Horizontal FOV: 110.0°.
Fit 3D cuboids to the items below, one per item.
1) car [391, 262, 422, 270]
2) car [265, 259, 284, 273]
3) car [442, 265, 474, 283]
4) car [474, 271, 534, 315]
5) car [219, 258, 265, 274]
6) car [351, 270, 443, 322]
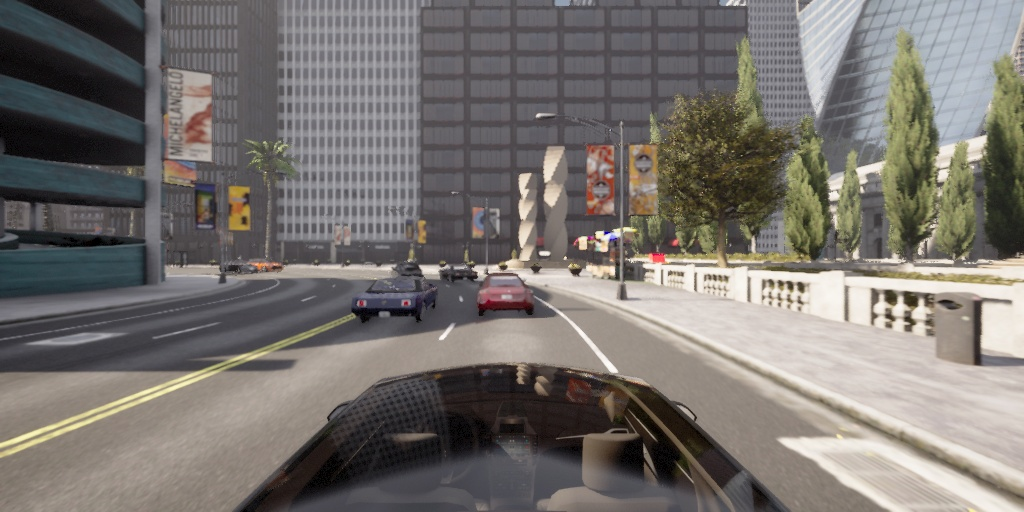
[{"bbox_3d":[-8.391,1.245,28.431,1.837,1.490,4.892,0,0,-27],"label":"car"},{"bbox_3d":[-30.027,1.088,43.602,4.553,1.767,2.097,0,0,22],"label":"car"},{"bbox_3d":[-4.311,1.339,28.068,1.895,1.301,4.718,0,0,-25],"label":"car"},{"bbox_3d":[-0.370,1.307,13.687,1.994,1.385,4.181,0,0,-6],"label":"car"},{"bbox_3d":[-30.443,1.231,39.993,4.902,1.511,2.128,0,0,24],"label":"car"},{"bbox_3d":[-3.707,1.347,12.242,1.895,1.301,4.718,0,0,-4],"label":"car"}]
